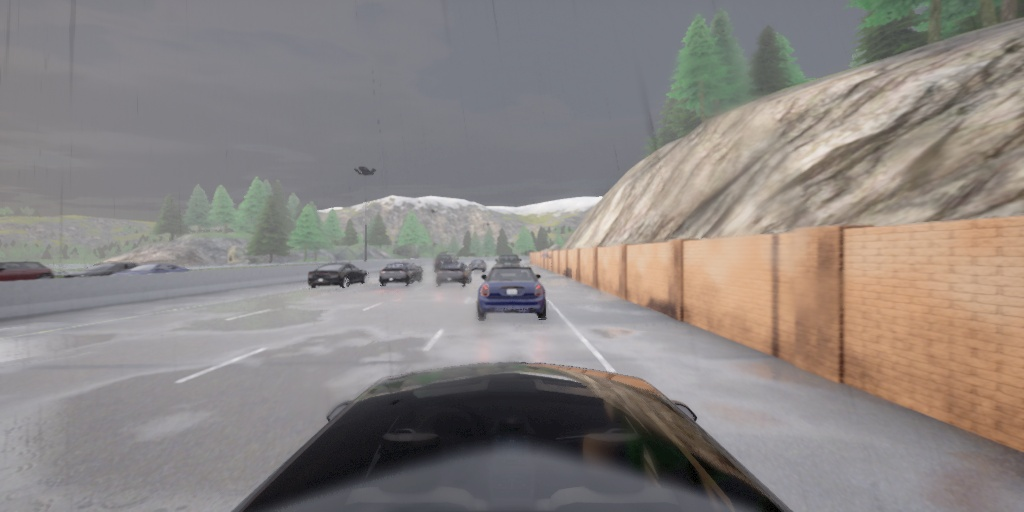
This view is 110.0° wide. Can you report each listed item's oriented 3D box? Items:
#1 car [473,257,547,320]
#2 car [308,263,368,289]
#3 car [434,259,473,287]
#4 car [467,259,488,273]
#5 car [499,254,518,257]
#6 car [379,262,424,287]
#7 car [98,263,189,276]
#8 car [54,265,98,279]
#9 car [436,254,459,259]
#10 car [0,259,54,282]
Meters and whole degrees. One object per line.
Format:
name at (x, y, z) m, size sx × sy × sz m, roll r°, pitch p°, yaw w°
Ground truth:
car at (-0.030, 1.052, 12.559) m, size 2.097 × 1.767 × 4.553 m, roll 0°, pitch 0°, yaw -1°
car at (-10.667, 1.165, 22.382) m, size 1.882 × 1.535 × 5.008 m, roll 0°, pitch 0°, yaw -1°
car at (-3.679, 1.152, 23.331) m, size 2.128 × 1.511 × 4.902 m, roll 0°, pitch 0°, yaw -1°
car at (-3.936, 1.125, 41.702) m, size 2.033 × 1.411 × 5.357 m, roll 0°, pitch 0°, yaw -1°
car at (-0.310, 0.833, 31.838) m, size 2.150 × 2.045 × 5.566 m, roll 0°, pitch 0°, yaw -1°
car at (-7.184, 1.163, 23.651) m, size 2.128 × 1.511 × 4.902 m, roll 0°, pitch 0°, yaw -1°
car at (-24.833, 1.246, 24.779) m, size 1.812 × 1.442 × 4.674 m, roll 0°, pitch 0°, yaw 0°
car at (-28.335, 1.236, 25.463) m, size 1.837 × 1.490 × 4.892 m, roll 0°, pitch 0°, yaw 0°
car at (-7.429, 0.813, 41.142) m, size 2.150 × 2.045 × 5.566 m, roll 0°, pitch 0°, yaw -1°
car at (-31.820, 1.106, 22.128) m, size 2.097 × 1.767 × 4.553 m, roll 0°, pitch 0°, yaw 0°
